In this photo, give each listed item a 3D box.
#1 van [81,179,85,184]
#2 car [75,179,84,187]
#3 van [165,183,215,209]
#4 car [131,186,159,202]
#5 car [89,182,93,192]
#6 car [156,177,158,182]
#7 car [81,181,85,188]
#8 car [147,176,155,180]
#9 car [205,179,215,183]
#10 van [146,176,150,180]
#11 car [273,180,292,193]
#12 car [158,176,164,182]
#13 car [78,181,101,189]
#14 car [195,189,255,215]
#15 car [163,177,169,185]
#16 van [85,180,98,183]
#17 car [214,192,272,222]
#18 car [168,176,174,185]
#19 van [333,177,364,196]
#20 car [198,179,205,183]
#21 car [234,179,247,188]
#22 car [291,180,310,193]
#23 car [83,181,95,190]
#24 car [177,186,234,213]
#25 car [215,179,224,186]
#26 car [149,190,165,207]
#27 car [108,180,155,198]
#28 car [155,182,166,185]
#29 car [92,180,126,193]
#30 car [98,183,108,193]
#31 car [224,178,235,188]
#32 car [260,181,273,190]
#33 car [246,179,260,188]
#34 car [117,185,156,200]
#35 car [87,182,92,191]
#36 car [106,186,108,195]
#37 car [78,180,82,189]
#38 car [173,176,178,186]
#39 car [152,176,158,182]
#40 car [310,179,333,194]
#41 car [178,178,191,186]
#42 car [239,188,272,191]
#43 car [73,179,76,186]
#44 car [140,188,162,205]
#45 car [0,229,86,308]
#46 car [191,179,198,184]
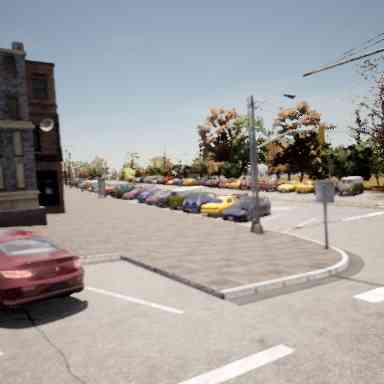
[{"bbox_3d":[-22.865,-1.629,78.326,4.442,1.987,1.878,-8,6,-44],"label":"van"},{"bbox_3d":[-25.436,-1.913,83.692,5.566,2.045,2.435,-8,7,-44],"label":"car"},{"bbox_3d":[-0.120,0.546,32.396,1.878,1.987,4.442,0,6,41],"label":"van"},{"bbox_3d":[-4.514,0.466,40.279,2.002,1.452,4.674,0,6,42],"label":"car"},{"bbox_3d":[-16.647,-0.717,64.579,2.231,1.521,4.892,1,7,45],"label":"car"},{"bbox_3d":[-6.067,-2.692,84.954,4.792,1.488,2.163,-6,6,-44],"label":"car"},{"bbox_3d":[-21.707,-1.224,75.499,4.792,1.488,2.163,-8,7,-44],"label":"car"},{"bbox_3d":[-8.636,-2.984,90.260,5.366,1.575,1.946,-6,6,-44],"label":"car"},{"bbox_3d":[5.342,-1.540,60.858,2.097,1.535,5.008,1,5,44],"label":"car"},{"bbox_3d":[-9.818,-3.347,93.001,4.442,1.987,1.878,-6,6,-44],"label":"van"},{"bbox_3d":[13.474,-0.797,44.998,1.946,1.575,5.366,2,5,42],"label":"car"},{"bbox_3d":[-4.814,-2.841,82.274,5.566,2.045,2.435,-6,5,-44],"label":"car"},{"bbox_3d":[-26.643,-1.802,86.469,5.008,1.535,2.097,-8,6,-44],"label":"car"},{"bbox_3d":[2.908,0.991,27.210,1.946,1.575,5.366,0,6,40],"label":"car"},{"bbox_3d":[-3.717,-2.443,79.435,5.366,1.575,1.946,-6,6,-44],"label":"car"},{"bbox_3d":[-20.378,-1.357,72.846,4.442,1.987,1.878,-8,6,-44],"label":"van"},{"bbox_3d":[4.119,1.174,24.404,2.163,1.488,4.792,1,6,40],"label":"car"},{"bbox_3d":[-2.353,-2.319,76.872,4.892,1.521,2.231,-6,5,-44],"label":"car"},{"bbox_3d":[17.839,-0.676,37.285,1.878,1.987,4.442,1,5,41],"label":"van"},{"bbox_3d":[4.012,-1.635,63.485,2.163,1.488,4.792,2,6,44],"label":"car"},{"bbox_3d":[9.372,-1.290,52.933,2.185,1.767,4.553,1,5,43],"label":"car"},{"bbox_3d":[15.142,-0.707,42.686,1.946,1.575,5.366,1,5,41],"label":"car"},{"bbox_3d":[-19.320,-0.970,69.907,5.366,1.575,1.946,-8,7,-44],"label":"car"},{"bbox_3d":[1.268,0.777,29.659,2.185,1.767,4.553,0,6,40],"label":"car"},{"bbox_3d":[6.703,-1.542,58.232,2.185,1.767,4.553,2,5,43],"label":"car"},{"bbox_3d":[-1.646,0.667,34.963,2.231,1.521,4.892,0,6,41],"label":"car"},{"bbox_3d":[-8.706,-0.196,48.307,2.435,2.045,5.566,0,6,43],"label":"car"},{"bbox_3d":[-6.644,-0.451,54.786,2.033,1.411,5.357,-5,5,-26],"label":"car"},{"bbox_3d":[-15.357,-0.712,61.846,2.185,1.767,4.553,1,6,44],"label":"car"},{"bbox_3d":[-12.747,-0.324,56.403,2.097,1.535,5.008,1,6,44],"label":"car"},{"bbox_3d":[8.158,-1.307,55.725,1.946,1.575,5.366,1,5,43],"label":"car"},{"bbox_3d":[12.179,-0.886,47.741,2.002,1.452,4.674,1,5,42],"label":"car"},{"bbox_3d":[10.780,-1.006,50.348,2.002,1.452,4.674,1,5,42],"label":"car"},{"bbox_3d":[-7.317,0.221,45.620,2.002,1.452,4.674,1,6,42],"label":"car"},{"bbox_3d":[-17.941,-0.850,67.304,2.097,1.535,5.008,0,6,45],"label":"car"},{"bbox_3d":[-10.078,-0.068,50.994,2.097,1.535,5.008,0,6,43],"label":"car"},{"bbox_3d":[-24.171,-1.529,80.997,5.008,1.535,2.097,-8,6,-44],"label":"car"},{"bbox_3d":[-1.125,-2.310,74.156,4.553,1.767,2.185,-6,5,-45],"label":"car"},{"bbox_3d":[-7.257,-2.832,87.708,4.792,1.488,2.163,-6,5,-44],"label":"car"},{"bbox_3d":[16.435,-0.697,39.931,2.185,1.767,4.553,1,5,41],"label":"car"},{"bbox_3d":[0.156,-2.055,71.501,2.097,1.535,5.008,1,5,45],"label":"car"},{"bbox_3d":[5.351,0.639,32.215,1.895,1.301,4.718,-5,5,-29],"label":"car"},{"bbox_3d":[-27.907,-2.186,89.163,5.566,2.045,2.435,-8,7,-44],"label":"car"},{"bbox_3d":[-3.077,0.586,37.620,2.002,1.452,4.674,1,6,41],"label":"car"},{"bbox_3d":[-4.250,1.534,7.250,4.674,1.452,2.002,-1,-1,35],"label":"car"},{"bbox_3d":[2.747,-1.768,66.196,2.163,1.488,4.792,1,5,44],"label":"car"}]
